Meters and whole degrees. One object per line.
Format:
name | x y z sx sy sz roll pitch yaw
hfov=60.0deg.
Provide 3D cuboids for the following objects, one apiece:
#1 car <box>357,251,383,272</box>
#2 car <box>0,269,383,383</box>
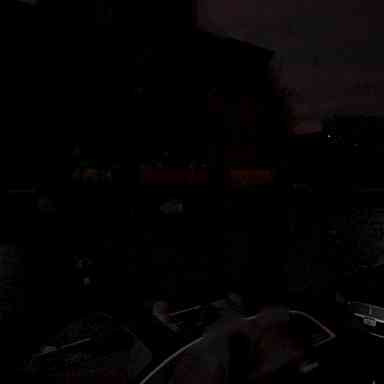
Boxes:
car | 4.214 1.549 5.835 4.403 1.369 2.008 0 -2 -35
car | -0.225 1.550 2.674 4.403 1.369 2.008 0 -2 -35
